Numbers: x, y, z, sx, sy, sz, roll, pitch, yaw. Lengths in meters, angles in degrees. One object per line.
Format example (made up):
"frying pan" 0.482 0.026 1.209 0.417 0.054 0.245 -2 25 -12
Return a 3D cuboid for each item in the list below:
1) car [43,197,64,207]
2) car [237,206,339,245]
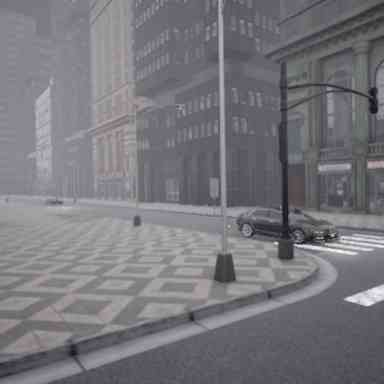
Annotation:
"car" -20.143 1.399 48.438 1.895 1.301 4.718 -2 1 -36
"car" 4.142 1.450 15.138 1.837 1.490 4.892 -2 1 -36
